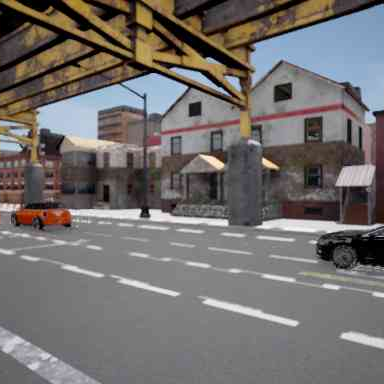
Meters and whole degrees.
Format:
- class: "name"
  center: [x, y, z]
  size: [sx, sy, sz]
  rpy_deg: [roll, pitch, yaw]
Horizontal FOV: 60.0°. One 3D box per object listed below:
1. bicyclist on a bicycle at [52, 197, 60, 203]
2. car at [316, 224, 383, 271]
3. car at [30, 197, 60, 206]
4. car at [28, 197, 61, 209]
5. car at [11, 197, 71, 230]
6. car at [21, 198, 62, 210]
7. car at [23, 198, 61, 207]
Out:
- class: "bicyclist on a bicycle"
  center: [-14.101, 1.376, 34.258]
  size: [0.582, 1.620, 1.656]
  rpy_deg: [0, 0, 38]
- class: "car"
  center: [6.081, 1.513, 9.333]
  size: [4.902, 1.511, 2.128]
  rpy_deg: [0, 0, 38]
- class: "car"
  center: [-21.546, 1.399, 48.902]
  size: [1.853, 1.218, 4.536]
  rpy_deg: [0, 0, 8]
- class: "car"
  center: [-21.553, 1.556, 48.851]
  size: [2.038, 1.542, 4.974]
  rpy_deg: [0, 0, 8]
- class: "car"
  center: [-9.855, 1.398, 21.644]
  size: [4.553, 1.767, 2.097]
  rpy_deg: [0, 0, 39]
- class: "car"
  center: [-20.404, 1.549, 45.300]
  size: [4.974, 1.542, 2.038]
  rpy_deg: [0, 0, -22]
- class: "car"
  center: [-20.356, 1.391, 45.321]
  size: [4.536, 1.218, 1.853]
  rpy_deg: [0, 0, -22]
